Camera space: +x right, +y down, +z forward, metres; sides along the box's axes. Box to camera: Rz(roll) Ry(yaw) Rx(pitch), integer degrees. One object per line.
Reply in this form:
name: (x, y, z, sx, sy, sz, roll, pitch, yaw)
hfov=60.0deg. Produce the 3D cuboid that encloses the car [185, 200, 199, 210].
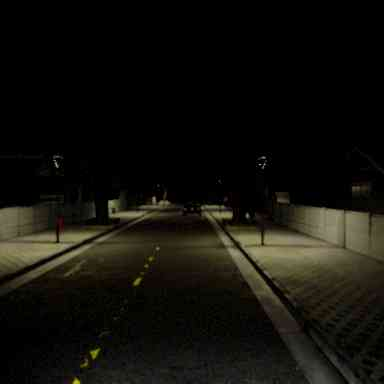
car: (0.056, 1.759, 46.426, 1.895, 1.301, 4.718, 0, 0, 1)

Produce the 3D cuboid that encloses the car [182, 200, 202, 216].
car: (0.022, 1.628, 33.468, 2.033, 1.411, 5.357, 0, 0, 0)
